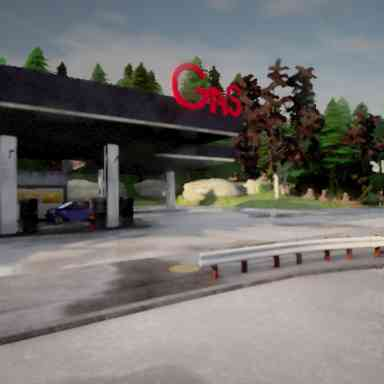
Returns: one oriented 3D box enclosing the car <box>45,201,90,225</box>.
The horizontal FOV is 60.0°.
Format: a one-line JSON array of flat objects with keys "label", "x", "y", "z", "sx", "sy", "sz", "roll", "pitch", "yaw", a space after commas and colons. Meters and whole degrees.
[{"label": "car", "x": -8.227, "y": 1.389, "z": 23.040, "sx": 3.633, "sy": 1.501, "sz": 1.845, "roll": 0, "pitch": 0, "yaw": -35}]
